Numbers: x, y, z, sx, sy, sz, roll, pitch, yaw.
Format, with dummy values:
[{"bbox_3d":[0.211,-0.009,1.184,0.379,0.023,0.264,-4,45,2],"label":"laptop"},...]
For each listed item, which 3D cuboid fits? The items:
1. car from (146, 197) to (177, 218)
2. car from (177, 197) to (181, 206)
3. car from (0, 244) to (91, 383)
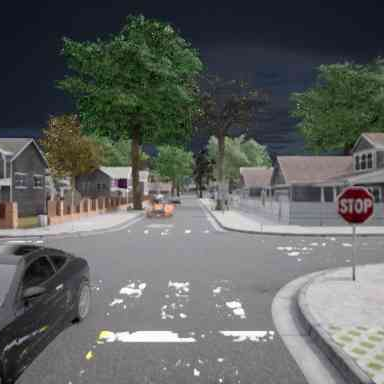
[{"bbox_3d":[-2.754,1.332,29.299,2.097,1.767,4.553,0,0,0],"label":"car"},{"bbox_3d":[-2.758,1.470,55.007,2.033,1.411,5.357,0,0,0],"label":"car"},{"bbox_3d":[-2.752,1.524,4.477,1.812,1.442,4.674,0,0,0],"label":"car"}]
